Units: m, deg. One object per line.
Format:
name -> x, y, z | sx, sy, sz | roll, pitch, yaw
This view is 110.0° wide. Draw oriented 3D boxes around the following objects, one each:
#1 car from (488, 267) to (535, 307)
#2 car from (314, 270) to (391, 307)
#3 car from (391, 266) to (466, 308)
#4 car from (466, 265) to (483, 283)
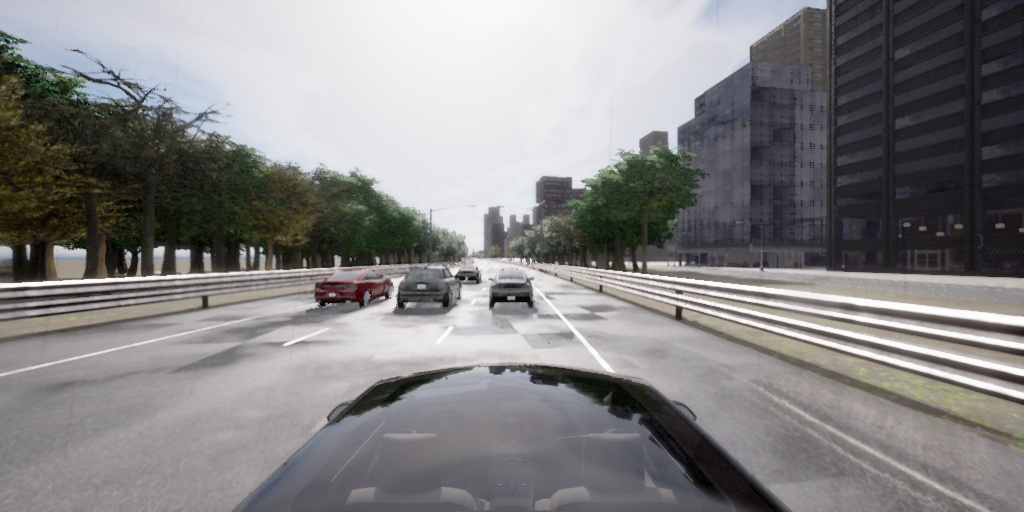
car -> -0.039, 1.402, 16.362 | 1.837, 1.490, 4.892 | 0, 0, 0
car -> -7.039, 1.373, 16.485 | 1.882, 1.535, 5.008 | 0, 0, 0
car -> -3.539, 1.241, 16.116 | 2.097, 1.767, 4.553 | 0, -1, 0
car -> -3.685, 1.553, 31.380 | 1.837, 1.490, 4.892 | 0, 0, -1
